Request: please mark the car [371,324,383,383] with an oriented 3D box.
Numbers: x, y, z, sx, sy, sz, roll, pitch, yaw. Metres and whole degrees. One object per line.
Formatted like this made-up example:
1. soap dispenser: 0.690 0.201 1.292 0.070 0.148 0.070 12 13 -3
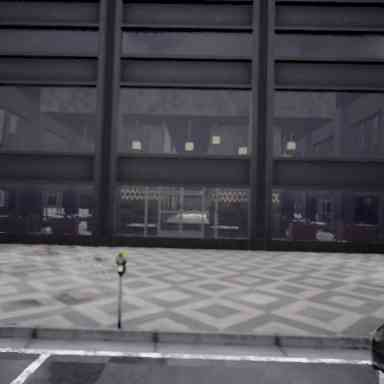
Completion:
1. car: 4.370 1.839 3.704 4.313 1.339 1.947 1 -2 1
